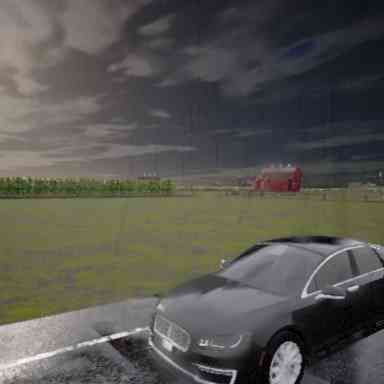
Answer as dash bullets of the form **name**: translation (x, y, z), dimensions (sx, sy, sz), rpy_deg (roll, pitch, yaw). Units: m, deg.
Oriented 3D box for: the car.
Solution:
- **car**: translation (1.701, 1.499, 5.195), dimensions (4.892, 1.490, 1.837), rpy_deg (0, 0, -35)
